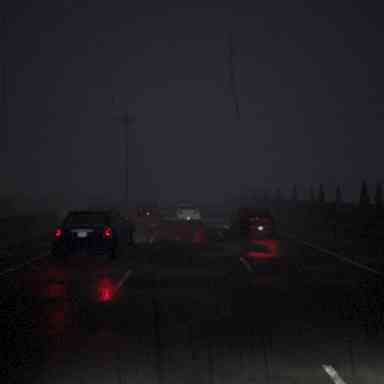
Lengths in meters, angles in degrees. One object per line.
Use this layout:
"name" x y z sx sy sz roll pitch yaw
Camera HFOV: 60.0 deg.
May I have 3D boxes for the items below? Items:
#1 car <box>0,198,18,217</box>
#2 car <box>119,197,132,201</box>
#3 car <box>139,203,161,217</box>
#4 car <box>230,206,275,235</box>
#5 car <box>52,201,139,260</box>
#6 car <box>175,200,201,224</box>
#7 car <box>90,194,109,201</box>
"car" -18.180 1.416 30.948 2.097 1.767 4.553 0 0 -2
"car" -11.924 1.602 59.844 1.882 1.535 5.008 0 0 -2
"car" -4.020 1.666 32.122 1.895 1.301 4.718 0 0 -2
"car" 3.344 1.543 18.920 1.837 1.490 4.892 0 0 -1
"car" -3.520 1.378 12.679 2.097 1.767 4.553 0 0 -1
"car" -0.332 1.577 25.108 1.812 1.442 4.674 0 0 -2
"car" -15.301 1.339 55.233 2.150 2.045 5.566 0 0 -1
